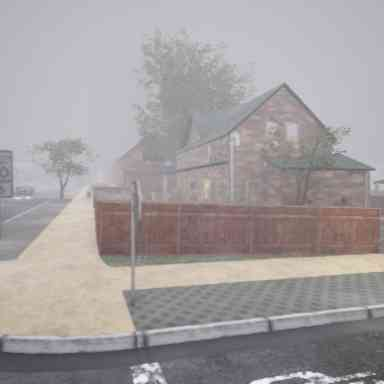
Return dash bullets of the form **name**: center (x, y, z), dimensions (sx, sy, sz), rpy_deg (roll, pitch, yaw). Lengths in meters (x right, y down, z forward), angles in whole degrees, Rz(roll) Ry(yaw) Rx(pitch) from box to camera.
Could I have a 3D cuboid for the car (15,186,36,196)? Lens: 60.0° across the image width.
- **car**: center (-22.366, -0.172, 44.839), dimensions (1.994, 1.385, 4.181), rpy_deg (0, 2, -17)
